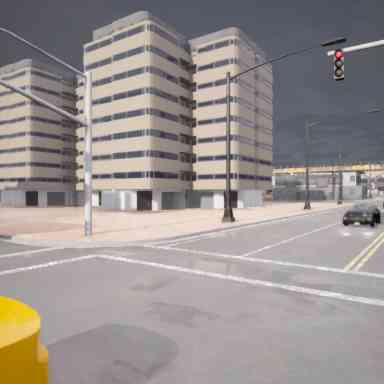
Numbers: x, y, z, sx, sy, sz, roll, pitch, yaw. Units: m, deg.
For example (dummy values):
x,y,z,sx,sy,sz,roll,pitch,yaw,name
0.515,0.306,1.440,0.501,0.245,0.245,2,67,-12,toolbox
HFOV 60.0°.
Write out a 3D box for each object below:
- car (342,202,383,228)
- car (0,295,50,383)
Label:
x,y,z,sx,sy,sz,roll,pitch,yaw,name
11.661,1.549,22.625,2.033,1.411,5.357,0,0,35,car
-3.259,1.483,1.547,1.882,1.535,5.008,0,0,35,car
